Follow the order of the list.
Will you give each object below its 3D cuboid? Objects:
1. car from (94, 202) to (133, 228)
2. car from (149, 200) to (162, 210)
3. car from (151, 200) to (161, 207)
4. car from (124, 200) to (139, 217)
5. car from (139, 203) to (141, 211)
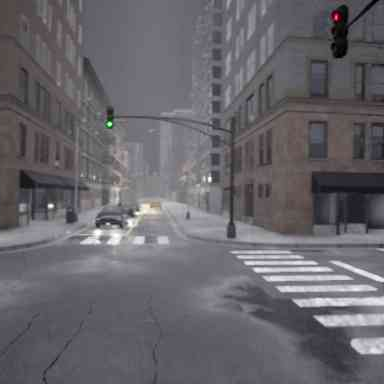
[{"bbox_3d":[-5.676,1.696,24.033,2.033,1.411,5.357,1,-1,-6],"label":"car"},{"bbox_3d":[-5.744,1.935,52.521,1.882,1.535,5.008,1,-1,-6],"label":"car"},{"bbox_3d":[-6.987,2.173,64.162,1.895,1.301,4.718,1,-1,-6],"label":"car"},{"bbox_3d":[-6.713,1.739,33.807,1.837,1.490,4.892,1,-1,-6],"label":"car"},{"bbox_3d":[-7.798,1.834,44.056,1.837,1.490,4.892,1,-1,-6],"label":"car"}]
